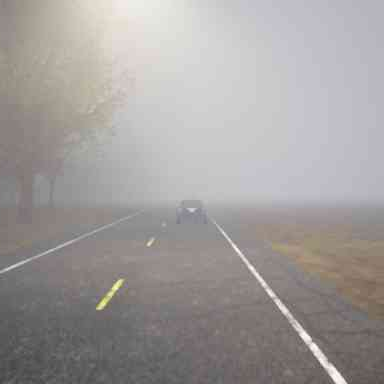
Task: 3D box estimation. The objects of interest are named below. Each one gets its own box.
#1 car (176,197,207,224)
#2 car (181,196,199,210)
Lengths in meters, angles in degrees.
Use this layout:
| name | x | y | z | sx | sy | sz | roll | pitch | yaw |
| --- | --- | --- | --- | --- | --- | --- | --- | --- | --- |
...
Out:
| name | x | y | z | sx | sy | sz | roll | pitch | yaw |
| --- | --- | --- | --- | --- | --- | --- | --- | --- | --- |
| car | -0.032 | 1.256 | 24.138 | 2.097 | 1.767 | 4.553 | 0 | 0 | -1 |
| car | -0.247 | 1.334 | 41.404 | 2.128 | 1.511 | 4.902 | 0 | 0 | -1 |
